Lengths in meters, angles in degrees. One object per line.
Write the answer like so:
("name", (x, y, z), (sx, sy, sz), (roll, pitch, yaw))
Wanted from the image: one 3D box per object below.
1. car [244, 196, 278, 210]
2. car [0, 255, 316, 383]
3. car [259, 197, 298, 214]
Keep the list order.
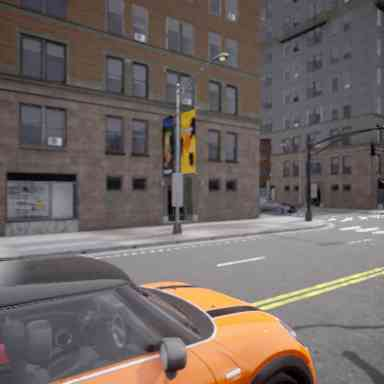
("car", (8.849, 1.370, 42.878), (1.967, 1.590, 4.097), (0, 0, -35))
("car", (-1.044, 1.350, 2.695), (4.553, 1.767, 2.097), (0, 0, -36))
("car", (8.572, 1.491, 33.774), (1.994, 1.385, 4.181), (0, 0, -36))
